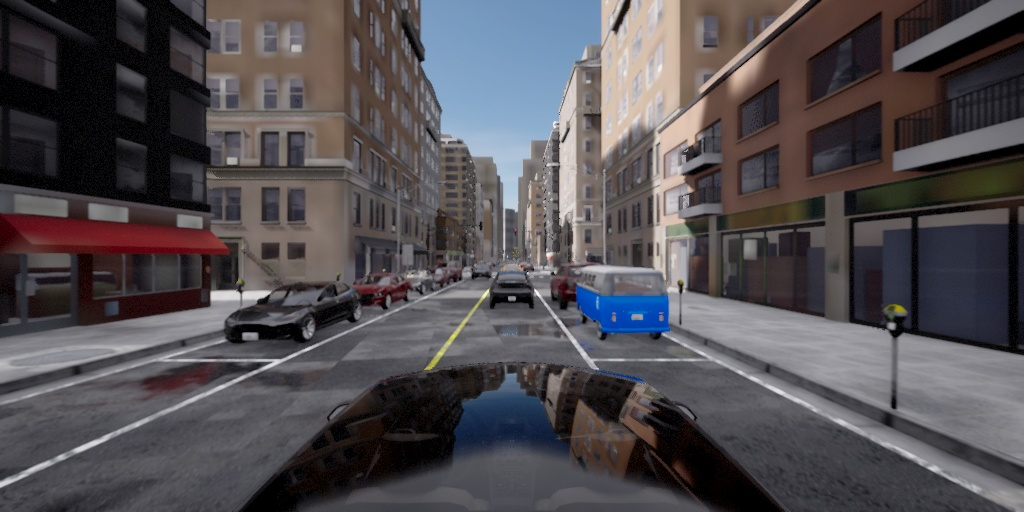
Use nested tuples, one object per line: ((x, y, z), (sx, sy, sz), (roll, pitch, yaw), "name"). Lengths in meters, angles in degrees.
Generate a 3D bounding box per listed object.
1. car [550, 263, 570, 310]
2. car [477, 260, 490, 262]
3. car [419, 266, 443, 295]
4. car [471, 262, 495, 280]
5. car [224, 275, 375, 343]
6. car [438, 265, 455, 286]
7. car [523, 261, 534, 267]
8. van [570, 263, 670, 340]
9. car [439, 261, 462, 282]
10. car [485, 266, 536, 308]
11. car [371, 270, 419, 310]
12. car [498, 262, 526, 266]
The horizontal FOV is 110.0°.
((2.851, 1.197, 15.558), (2.192, 1.841, 5.009), (0, 0, 0), "car")
((-5.692, 1.716, 64.842), (2.192, 1.841, 5.009), (0, 0, 0), "car")
((-5.676, 1.488, 21.115), (2.007, 1.370, 4.403), (0, 0, 0), "car")
((-3.017, 1.605, 36.283), (1.837, 1.490, 4.892), (0, -1, 0), "car")
((-5.672, 1.394, 9.950), (1.948, 1.339, 4.313), (0, 0, 0), "car")
((-5.678, 1.575, 26.698), (1.802, 1.307, 4.207), (0, 0, 0), "car")
((2.835, 1.921, 59.308), (1.802, 1.307, 4.207), (0, 0, 0), "car")
((2.854, 1.169, 9.974), (1.690, 1.789, 3.998), (0, 0, 0), "van")
((-5.680, 1.365, 32.280), (2.192, 1.841, 5.009), (0, 0, 0), "car")
((-0.001, 1.397, 16.163), (1.837, 1.490, 4.892), (0, 0, 0), "car")
((-5.674, 1.427, 15.533), (1.888, 1.381, 4.507), (0, 0, 0), "car")
((-0.005, 1.518, 31.322), (1.882, 1.535, 5.008), (0, 0, 0), "car")
